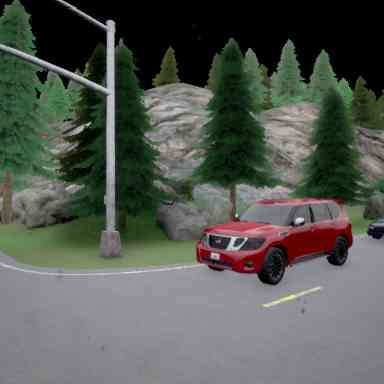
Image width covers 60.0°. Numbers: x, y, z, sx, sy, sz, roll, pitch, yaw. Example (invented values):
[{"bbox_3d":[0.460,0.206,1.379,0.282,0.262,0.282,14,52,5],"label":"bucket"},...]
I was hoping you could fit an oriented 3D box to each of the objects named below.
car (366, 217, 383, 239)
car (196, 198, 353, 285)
[{"bbox_3d":[10.654,1.559,16.426,5.357,1.411,2.033,0,0,-39],"label":"car"},{"bbox_3d":[2.696,1.225,9.937,5.566,2.045,2.150,0,0,-40],"label":"car"}]
